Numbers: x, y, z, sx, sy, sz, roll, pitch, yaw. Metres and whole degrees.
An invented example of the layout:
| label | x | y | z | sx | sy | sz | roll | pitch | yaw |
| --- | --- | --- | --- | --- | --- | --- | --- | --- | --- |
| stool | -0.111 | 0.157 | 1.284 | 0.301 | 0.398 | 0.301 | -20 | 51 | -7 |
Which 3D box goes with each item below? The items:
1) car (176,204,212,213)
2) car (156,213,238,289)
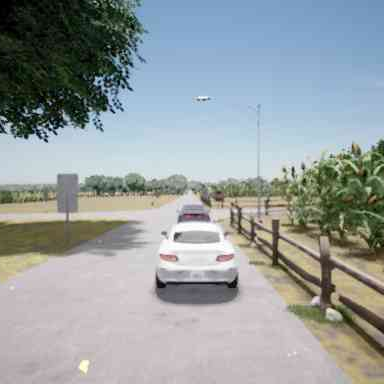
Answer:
| label | x | y | z | sx | sy | sz | roll | pitch | yaw |
| --- | --- | --- | --- | --- | --- | --- | --- | --- | --- |
| car | 0.101 | 1.465 | 19.730 | 1.837 | 1.490 | 4.892 | 0 | 0 | 0 |
| car | 0.102 | 1.493 | 8.919 | 1.812 | 1.442 | 4.674 | 0 | 0 | 0 |
